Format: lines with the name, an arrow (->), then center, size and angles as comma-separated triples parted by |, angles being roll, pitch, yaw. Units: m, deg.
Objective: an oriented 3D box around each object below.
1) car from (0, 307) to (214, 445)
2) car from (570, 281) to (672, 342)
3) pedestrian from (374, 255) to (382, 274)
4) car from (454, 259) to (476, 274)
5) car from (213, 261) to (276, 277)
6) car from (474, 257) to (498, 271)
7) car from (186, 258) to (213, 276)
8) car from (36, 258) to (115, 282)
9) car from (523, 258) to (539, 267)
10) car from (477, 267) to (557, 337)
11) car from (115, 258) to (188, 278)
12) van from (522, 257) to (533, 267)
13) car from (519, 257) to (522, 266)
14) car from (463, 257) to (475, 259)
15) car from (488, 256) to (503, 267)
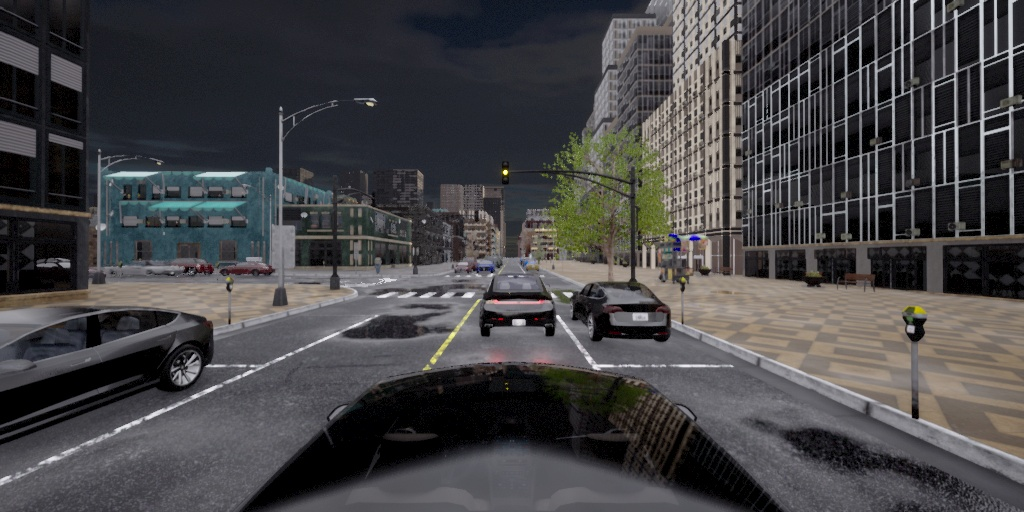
car -> -5.689, 1.316, 4.069 | 1.948, 1.339, 4.313 | 0, 0, 0
car -> 2.692, 1.316, 9.607 | 1.948, 1.339, 4.313 | 0, 0, 0
pedestrian -> -12.742, 0.787, 34.091 | 0.375, 1.860, 0.375 | 0, -1, -1
car -> -5.681, 1.333, 42.085 | 1.802, 1.307, 4.207 | 0, 0, 0
car -> -22.815, 1.089, 31.002 | 4.207, 1.307, 1.802 | 0, 0, -1
car -> -3.076, 1.229, 42.935 | 1.882, 1.535, 5.008 | 0, 0, 2
car -> -28.362, 0.878, 30.925 | 4.097, 1.591, 1.967 | 0, 0, -1
car -> -28.246, 0.979, 22.546 | 4.207, 1.307, 1.802 | 0, 0, -1
car -> 2.701, 1.276, 47.806 | 1.751, 1.417, 4.829 | 0, 0, 0
car -> 0.112, 1.242, 10.277 | 2.128, 1.511, 4.902 | 0, 0, -1
car -> -29.082, 1.017, 28.332 | 4.718, 1.301, 1.895 | 1, 0, -1
van -> 2.702, 1.092, 53.187 | 1.690, 1.789, 3.998 | 0, 0, 0
car -> 2.705, 1.303, 64.289 | 2.007, 1.370, 4.403 | 0, 0, 0
car -> -5.679, 1.066, 47.636 | 2.192, 1.841, 5.009 | 0, 0, 0
car -> -3.030, 0.975, 56.924 | 2.150, 2.045, 5.566 | 0, 0, 2
